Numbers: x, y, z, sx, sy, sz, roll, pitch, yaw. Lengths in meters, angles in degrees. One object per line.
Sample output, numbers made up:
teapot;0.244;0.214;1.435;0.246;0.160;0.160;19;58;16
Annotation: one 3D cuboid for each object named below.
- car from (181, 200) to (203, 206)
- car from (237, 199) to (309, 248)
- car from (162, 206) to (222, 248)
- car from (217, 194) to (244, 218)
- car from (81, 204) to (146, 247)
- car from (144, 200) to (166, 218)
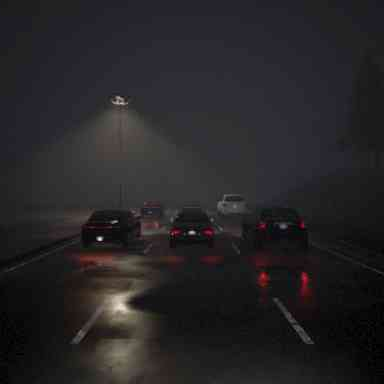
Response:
car;0.004;1.492;30.081;2.128;1.511;4.902;0;0;0
car;3.502;1.350;14.865;2.097;1.767;4.553;0;0;0
car;0.001;1.547;14.770;2.033;1.411;5.357;0;0;0
car;3.501;1.217;29.800;2.150;2.045;5.566;0;0;0
car;-3.497;1.507;15.063;1.837;1.490;4.892;0;0;0
car;-3.497;1.492;30.070;2.128;1.511;4.902;0;0;0
